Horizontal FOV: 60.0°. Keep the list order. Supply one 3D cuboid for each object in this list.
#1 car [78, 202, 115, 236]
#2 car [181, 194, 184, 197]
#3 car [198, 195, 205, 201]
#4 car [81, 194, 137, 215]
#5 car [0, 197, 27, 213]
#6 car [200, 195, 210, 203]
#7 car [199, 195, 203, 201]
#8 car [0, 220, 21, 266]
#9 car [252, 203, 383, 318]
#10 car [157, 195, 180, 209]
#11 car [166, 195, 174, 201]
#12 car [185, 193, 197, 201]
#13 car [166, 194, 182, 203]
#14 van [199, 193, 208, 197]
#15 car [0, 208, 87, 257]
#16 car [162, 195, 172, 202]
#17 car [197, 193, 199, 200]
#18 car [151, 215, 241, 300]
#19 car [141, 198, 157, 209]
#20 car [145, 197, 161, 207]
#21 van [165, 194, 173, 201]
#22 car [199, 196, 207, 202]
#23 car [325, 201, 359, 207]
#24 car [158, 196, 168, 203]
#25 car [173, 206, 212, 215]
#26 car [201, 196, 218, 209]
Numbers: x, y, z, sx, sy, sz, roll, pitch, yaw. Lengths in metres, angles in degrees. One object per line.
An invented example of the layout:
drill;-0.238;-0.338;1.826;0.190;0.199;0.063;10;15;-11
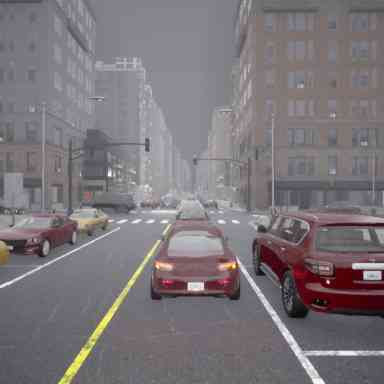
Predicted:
car;-5.870;1.529;18.393;1.752;1.417;4.829;1;0;0
car;-3.105;1.565;65.774;2.033;1.411;5.357;0;0;1
car;2.573;1.599;90.970;1.947;1.339;4.313;1;0;0
car;-8.276;1.180;32.910;5.566;2.045;2.150;0;-1;1
car;-17.294;1.197;29.740;4.553;1.767;2.097;1;-1;0
car;2.618;1.594;51.257;1.802;1.307;4.206;1;0;0
car;2.612;1.596;56.930;1.802;1.307;4.206;1;0;0
car;-5.857;1.526;7.144;1.752;1.417;4.829;1;0;0
car;2.670;1.317;7.315;2.192;1.841;5.009;1;0;0
car;-3.135;1.502;45.495;2.128;1.511;4.902;0;0;1
car;-5.952;1.614;90.965;1.802;1.307;4.206;1;0;0
car;-0.095;1.569;85.314;2.033;1.411;5.357;0;0;0
car;-3.151;1.561;55.346;2.033;1.411;5.357;0;0;0
van;2.608;1.358;62.604;1.690;1.788;3.998;1;0;0
car;-5.864;1.547;12.938;1.887;1.381;4.507;1;0;0
car;-5.938;1.465;79.620;1.967;1.590;4.097;1;0;0
car;2.602;1.334;68.277;2.192;1.841;5.009;1;0;0
car;0.076;1.527;8.268;1.812;1.442;4.674;0;0;0
car;-5.901;1.555;45.583;1.887;1.381;4.507;1;0;0
car;-5.907;1.556;51.256;1.887;1.381;4.507;1;0;0
van;-5.944;1.370;85.293;1.690;1.788;3.998;1;0;0
car;2.586;1.608;79.623;1.802;1.307;4.206;1;0;0
car;13.951;1.659;32.780;4.892;1.490;1.837;0;-1;0
car;-5.927;1.601;68.274;1.802;1.307;4.206;1;0;0
car;0.043;1.605;17.446;1.895;1.301;4.718;0;0;0
car;2.625;1.592;45.583;1.802;1.307;4.206;1;0;0
